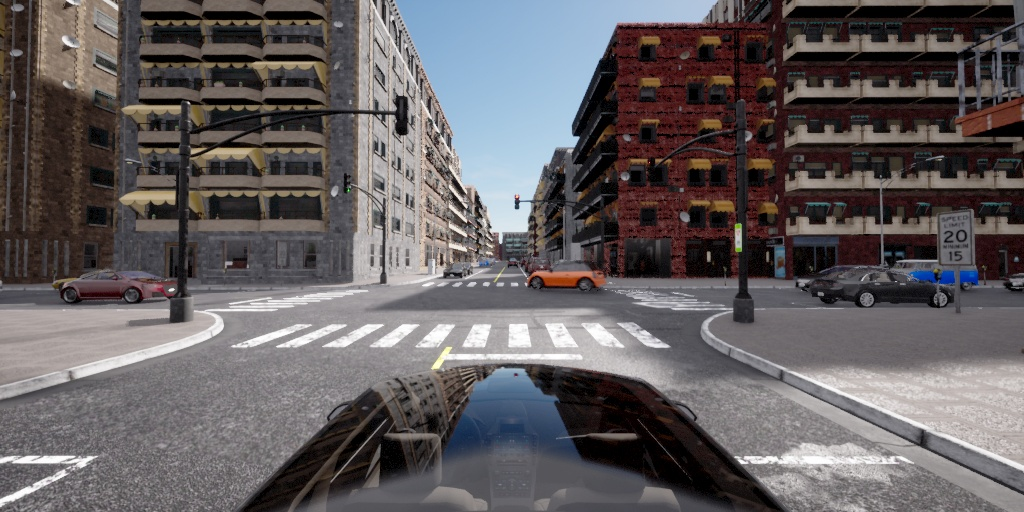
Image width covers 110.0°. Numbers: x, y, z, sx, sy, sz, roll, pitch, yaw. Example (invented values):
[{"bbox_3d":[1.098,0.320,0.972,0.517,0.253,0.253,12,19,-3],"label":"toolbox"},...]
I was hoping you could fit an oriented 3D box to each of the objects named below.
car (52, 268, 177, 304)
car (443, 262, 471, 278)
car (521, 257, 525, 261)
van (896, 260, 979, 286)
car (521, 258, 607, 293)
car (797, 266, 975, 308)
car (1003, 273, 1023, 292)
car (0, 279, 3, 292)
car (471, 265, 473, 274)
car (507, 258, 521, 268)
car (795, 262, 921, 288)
[{"bbox_3d":[-17.192,1.339,16.014,4.181,1.385,1.994,0,-1,0],"label":"car"},{"bbox_3d":[-5.279,1.328,33.694,1.948,1.339,4.313,0,0,0],"label":"car"},{"bbox_3d":[2.615,1.086,44.854,2.192,1.841,5.009,0,0,0],"label":"car"},{"bbox_3d":[24.925,1.115,21.265,3.998,1.789,1.690,0,0,0],"label":"van"},{"bbox_3d":[3.206,1.180,21.425,4.553,1.767,2.097,-1,-2,32],"label":"car"},{"bbox_3d":[13.758,1.185,13.425,4.403,1.370,2.007,0,0,0],"label":"car"},{"bbox_3d":[28.975,1.206,18.796,4.902,1.511,2.128,0,-1,0],"label":"car"},{"bbox_3d":[-26.679,1.025,16.055,5.566,2.045,2.150,0,-1,0],"label":"car"},{"bbox_3d":[-5.273,1.331,39.255,1.948,1.339,4.313,0,0,0],"label":"car"},{"bbox_3d":[0.168,1.329,63.892,1.837,1.490,4.892,0,0,0],"label":"car"},{"bbox_3d":[17.681,1.230,18.842,4.902,1.511,2.128,0,-1,0],"label":"car"}]
